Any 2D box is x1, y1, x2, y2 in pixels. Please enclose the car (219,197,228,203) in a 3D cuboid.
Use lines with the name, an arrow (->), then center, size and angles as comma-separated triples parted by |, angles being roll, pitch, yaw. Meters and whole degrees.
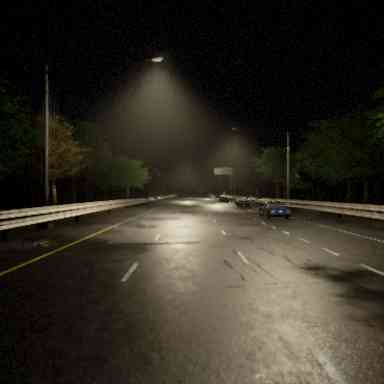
car -> 7.330, 1.753, 77.458 | 1.994, 1.385, 4.181 | 0, 0, 0

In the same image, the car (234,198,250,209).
car -> 7.127, 1.602, 47.870 | 2.128, 1.511, 4.902 | 0, 0, 0

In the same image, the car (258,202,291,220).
car -> 7.047, 1.603, 28.842 | 2.033, 1.411, 5.357 | 0, 0, 0
